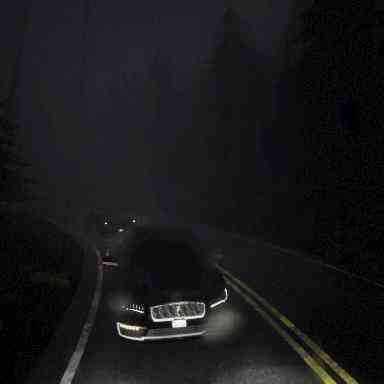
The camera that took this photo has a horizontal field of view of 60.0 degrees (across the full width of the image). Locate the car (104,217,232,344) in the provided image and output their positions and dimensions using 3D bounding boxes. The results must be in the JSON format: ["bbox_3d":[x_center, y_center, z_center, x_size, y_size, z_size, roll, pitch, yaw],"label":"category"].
[{"bbox_3d":[-0.644,1.494,6.793,1.837,1.490,4.892,-1,0,-11],"label":"car"}]

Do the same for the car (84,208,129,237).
[{"bbox_3d":[-4.629,1.610,18.533,1.895,1.301,4.718,-3,1,-29],"label":"car"}]
